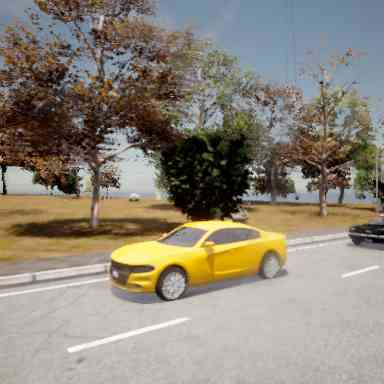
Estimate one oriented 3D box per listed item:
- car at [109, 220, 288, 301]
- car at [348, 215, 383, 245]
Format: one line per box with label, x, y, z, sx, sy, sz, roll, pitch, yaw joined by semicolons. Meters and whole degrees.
car;0.373;1.521;8.633;5.008;1.535;1.882;1;-1;-36
car;9.067;1.707;15.048;4.718;1.301;1.895;0;0;-37
